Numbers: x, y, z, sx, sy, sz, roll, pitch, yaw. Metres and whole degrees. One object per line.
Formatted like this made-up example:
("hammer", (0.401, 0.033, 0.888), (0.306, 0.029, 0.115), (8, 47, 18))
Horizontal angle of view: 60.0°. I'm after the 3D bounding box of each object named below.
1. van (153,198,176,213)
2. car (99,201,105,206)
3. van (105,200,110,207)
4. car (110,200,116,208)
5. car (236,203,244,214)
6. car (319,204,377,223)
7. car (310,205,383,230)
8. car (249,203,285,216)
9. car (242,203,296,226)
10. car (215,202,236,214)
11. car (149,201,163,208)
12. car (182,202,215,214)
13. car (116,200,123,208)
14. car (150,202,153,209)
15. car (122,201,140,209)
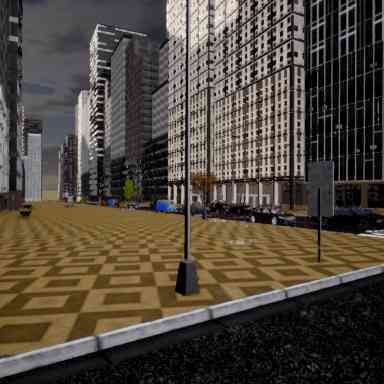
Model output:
("van", (-3.569, 2.005, 46.197), (1.690, 1.788, 3.998), (-1, -1, -26))
("car", (-23.022, 3.053, 86.762), (1.887, 1.381, 4.507), (-1, -1, -26))
("van", (-18.161, 2.635, 76.623), (1.690, 1.788, 3.998), (-1, -1, -26))
("car", (-15.726, 2.731, 71.550), (1.887, 1.381, 4.507), (-1, -1, -26))
("car", (6.423, 2.168, 44.746), (1.947, 1.339, 4.313), (-1, -1, -26))
("car", (13.719, 1.854, 29.532), (2.008, 1.369, 4.403), (-1, -1, -26))
("car", (10.730, 1.738, 22.757), (2.033, 1.411, 5.357), (0, -1, -30))
("car", (8.855, 2.068, 39.675), (1.947, 1.339, 4.313), (-1, -1, -26))
("car", (6.164, 1.814, 25.908), (2.008, 1.369, 4.403), (-1, -1, -26))
("car", (3.451, 2.122, 44.979), (1.837, 1.490, 4.892), (0, -1, -26))
("car", (-8.169, 2.809, 75.173), (1.802, 1.307, 4.206), (-1, -1, -26))
("car", (0.502, 2.152, 43.744), (2.033, 1.411, 5.357), (0, -1, -26))
("car", (-13.221, 2.602, 66.326), (1.752, 1.417, 4.829), (-1, -1, -26))
("car", (-6.321, 2.248, 65.352), (2.150, 2.045, 5.566), (0, -2, -26))
("car", (-10.862, 2.525, 61.407), (2.008, 1.369, 4.403), (-1, -1, -26))
